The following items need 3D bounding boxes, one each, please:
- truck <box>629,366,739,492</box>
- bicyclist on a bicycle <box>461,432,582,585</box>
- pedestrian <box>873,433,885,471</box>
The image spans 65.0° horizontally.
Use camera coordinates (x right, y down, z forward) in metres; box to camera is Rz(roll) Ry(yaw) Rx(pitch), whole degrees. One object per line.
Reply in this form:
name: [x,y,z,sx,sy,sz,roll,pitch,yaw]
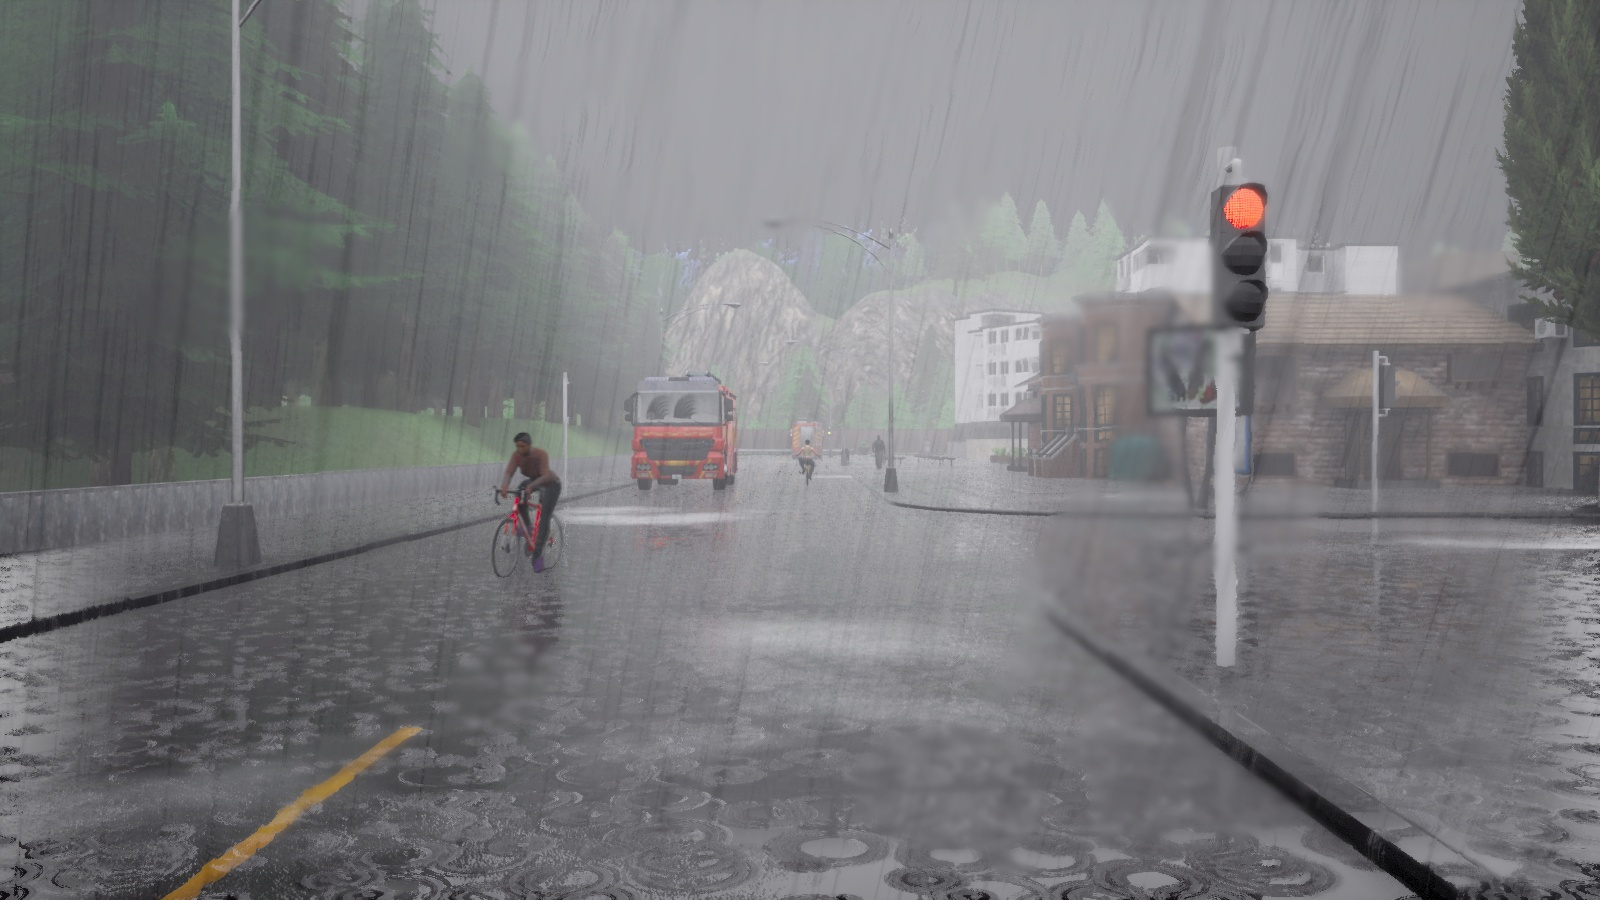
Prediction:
truck: [-3.747,-0.661,42.435,2.891,3.827,8.468,0,0,0]
bicyclist on a bicycle: [-3.134,0.616,14.270,0.582,1.620,1.656,2,1,17]
pedestrian: [4.032,0.096,63.968,0.563,1.883,0.849,0,0,1]
